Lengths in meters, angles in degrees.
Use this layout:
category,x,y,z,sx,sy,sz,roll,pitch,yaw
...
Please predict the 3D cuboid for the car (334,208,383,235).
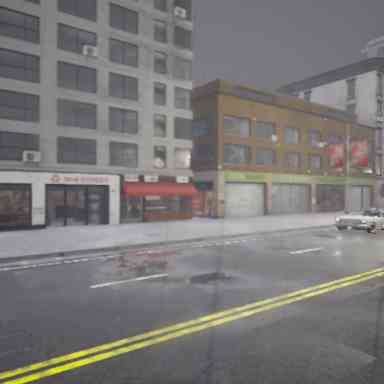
category,x,y,z,sx,sy,sz,roll,pitch,yaw
car,10.166,1.584,18.930,4.718,1.301,1.895,0,0,-35
